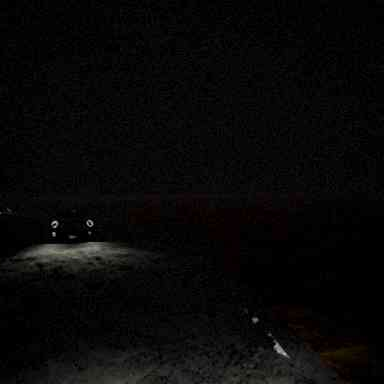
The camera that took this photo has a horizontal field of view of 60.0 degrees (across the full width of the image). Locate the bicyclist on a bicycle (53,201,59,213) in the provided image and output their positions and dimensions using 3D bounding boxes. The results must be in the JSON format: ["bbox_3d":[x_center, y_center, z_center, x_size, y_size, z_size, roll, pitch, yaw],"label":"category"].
[{"bbox_3d":[-18.252,2.028,44.674,0.659,1.776,1.843,2,-2,-44],"label":"bicyclist on a bicycle"}]

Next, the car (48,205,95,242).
[{"bbox_3d":[-6.276,1.528,17.510,2.097,1.767,4.553,0,-1,-20],"label":"car"}]

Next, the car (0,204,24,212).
[{"bbox_3d":[-28.381,2.494,52.057,4.718,1.301,1.895,-1,-2,36],"label":"car"}]

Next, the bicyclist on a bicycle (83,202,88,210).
[{"bbox_3d":[-12.010,1.934,37.351,0.582,1.620,1.656,1,-2,-36],"label":"bicyclist on a bicycle"}]
